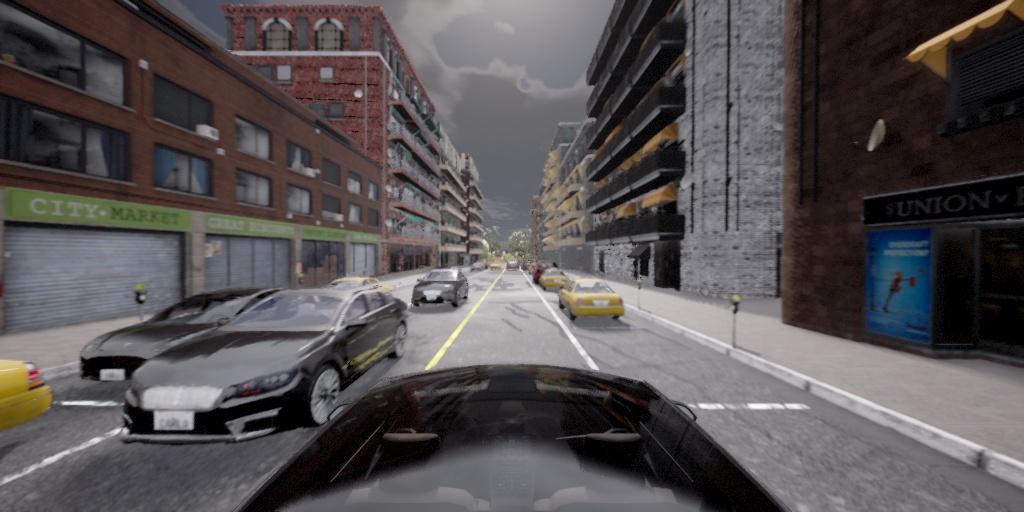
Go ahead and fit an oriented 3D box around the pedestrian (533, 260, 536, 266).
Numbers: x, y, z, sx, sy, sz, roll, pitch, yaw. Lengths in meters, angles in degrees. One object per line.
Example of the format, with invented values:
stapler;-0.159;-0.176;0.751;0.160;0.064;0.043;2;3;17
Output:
pedestrian;3.123;1.449;50.441;0.375;1.860;0.375;-1;1;0

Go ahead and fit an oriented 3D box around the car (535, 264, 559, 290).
car;2.750;1.464;24.057;1.751;1.417;4.829;0;0;0

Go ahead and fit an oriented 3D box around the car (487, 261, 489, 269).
car;-5.540;1.770;62.529;2.007;1.370;4.403;0;0;0

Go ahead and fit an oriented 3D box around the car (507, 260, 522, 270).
car;0.150;1.592;60.499;1.994;1.385;4.181;0;0;0

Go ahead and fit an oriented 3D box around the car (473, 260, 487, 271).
car;-5.554;1.726;57.006;2.007;1.370;4.403;0;0;0

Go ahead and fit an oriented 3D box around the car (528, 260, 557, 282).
car;2.759;1.298;29.411;2.192;1.841;5.009;0;0;0

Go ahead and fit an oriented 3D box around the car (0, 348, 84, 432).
car;-5.700;1.254;1.597;1.751;1.417;4.829;0;0;0

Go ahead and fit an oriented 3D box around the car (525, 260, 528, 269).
car;3.115;1.587;47.463;1.801;1.575;5.366;0;0;0

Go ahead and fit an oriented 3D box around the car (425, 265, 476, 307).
car;-3.055;1.346;16.161;2.128;1.511;4.902;0;0;0

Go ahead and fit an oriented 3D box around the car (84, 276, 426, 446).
car;-3.095;1.262;5.736;2.128;1.511;4.902;0;0;0

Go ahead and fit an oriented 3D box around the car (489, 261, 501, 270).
car;-2.868;1.714;63.351;1.882;1.535;5.008;0;0;1

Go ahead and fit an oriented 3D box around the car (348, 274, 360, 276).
car;-5.671;1.343;12.645;1.751;1.417;4.829;0;0;0

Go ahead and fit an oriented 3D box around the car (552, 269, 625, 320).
car;2.677;1.375;13.009;1.751;1.417;4.829;0;0;0

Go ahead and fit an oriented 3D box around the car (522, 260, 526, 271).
car;2.841;1.817;62.555;1.948;1.339;4.313;0;0;0
